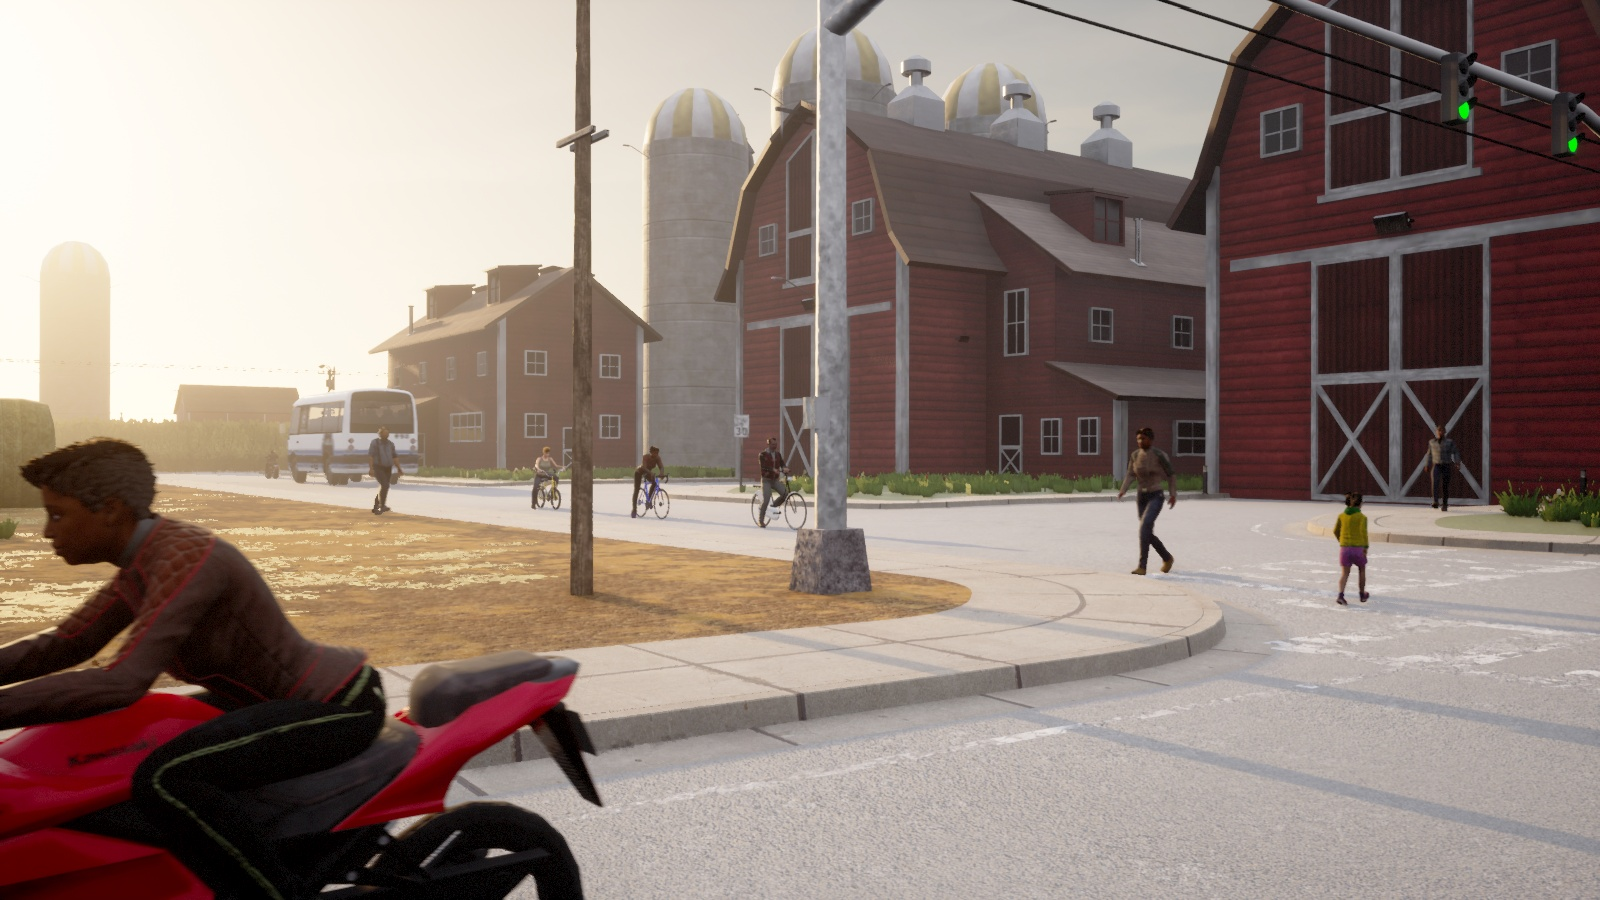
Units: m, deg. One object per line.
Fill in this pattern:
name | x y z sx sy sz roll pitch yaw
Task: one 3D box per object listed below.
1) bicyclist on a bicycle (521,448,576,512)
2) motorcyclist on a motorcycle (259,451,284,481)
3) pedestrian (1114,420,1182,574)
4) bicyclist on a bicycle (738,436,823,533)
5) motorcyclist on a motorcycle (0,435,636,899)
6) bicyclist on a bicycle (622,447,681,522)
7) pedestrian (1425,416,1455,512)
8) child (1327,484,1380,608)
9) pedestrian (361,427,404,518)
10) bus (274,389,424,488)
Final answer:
bicyclist on a bicycle | -6.515 0.748 32.483 0.866 1.612 1.509 0 0 -36
motorcyclist on a motorcycle | -29.645 0.904 70.422 0.766 1.649 2.350 0 0 -36
pedestrian | 4.172 0.548 15.031 0.869 1.805 0.328 0 0 -38
bicyclist on a bicycle | -0.399 0.641 24.027 0.659 1.776 1.843 -1 0 -36
motorcyclist on a motorcycle | -1.448 0.737 2.665 2.044 1.523 0.797 0 0 -35
bicyclist on a bicycle | -3.331 0.747 28.083 0.582 1.620 1.656 0 0 -36
pedestrian | 13.204 0.292 25.906 0.423 1.949 0.788 0 0 36
child | 5.376 0.918 12.195 0.473 1.160 0.299 0 0 -42
pedestrian | -8.590 0.455 25.855 0.694 1.848 0.540 0 0 37
bus | -21.355 -0.469 58.964 3.944 4.253 10.273 0 0 -36
